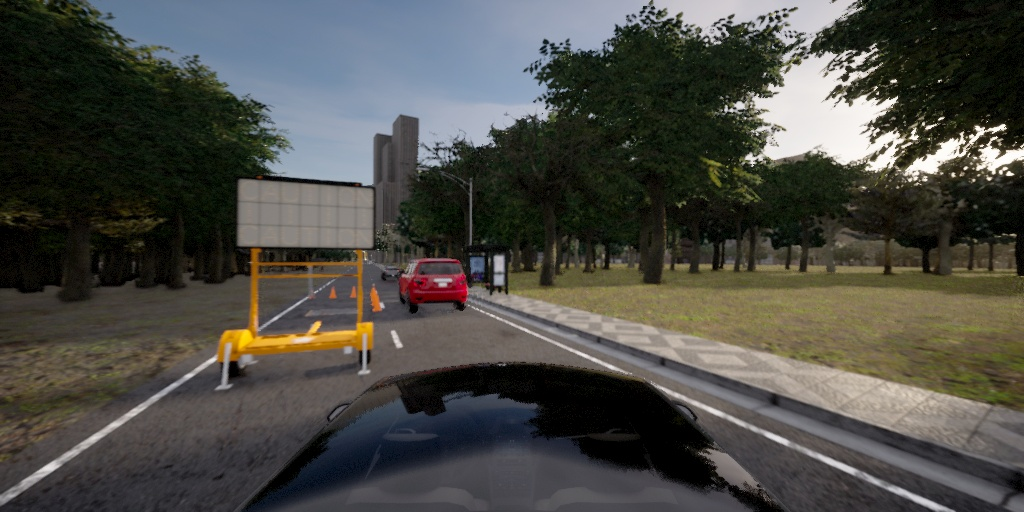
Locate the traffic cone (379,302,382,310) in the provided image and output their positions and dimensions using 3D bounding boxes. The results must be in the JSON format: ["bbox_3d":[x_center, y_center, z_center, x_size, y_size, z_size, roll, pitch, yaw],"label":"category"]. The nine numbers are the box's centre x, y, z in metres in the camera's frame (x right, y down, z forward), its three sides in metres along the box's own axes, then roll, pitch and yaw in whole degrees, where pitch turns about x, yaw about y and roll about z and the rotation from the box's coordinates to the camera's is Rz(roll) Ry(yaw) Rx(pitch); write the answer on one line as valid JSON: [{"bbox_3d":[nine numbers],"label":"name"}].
[{"bbox_3d":[-5.333,1.851,14.209,0.340,0.580,0.340,0,0,-22],"label":"traffic cone"}]

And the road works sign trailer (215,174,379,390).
[{"bbox_3d":[-4.035,0.272,7.172,2.380,3.560,2.880,0,0,-22],"label":"road works sign trailer"}]

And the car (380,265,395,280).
[{"bbox_3d":[-12.399,1.674,36.861,2.128,1.511,4.902,0,-1,-22],"label":"car"}]

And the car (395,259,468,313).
[{"bbox_3d":[-3.511,1.140,15.351,2.150,2.045,5.566,0,-1,-22],"label":"car"}]
